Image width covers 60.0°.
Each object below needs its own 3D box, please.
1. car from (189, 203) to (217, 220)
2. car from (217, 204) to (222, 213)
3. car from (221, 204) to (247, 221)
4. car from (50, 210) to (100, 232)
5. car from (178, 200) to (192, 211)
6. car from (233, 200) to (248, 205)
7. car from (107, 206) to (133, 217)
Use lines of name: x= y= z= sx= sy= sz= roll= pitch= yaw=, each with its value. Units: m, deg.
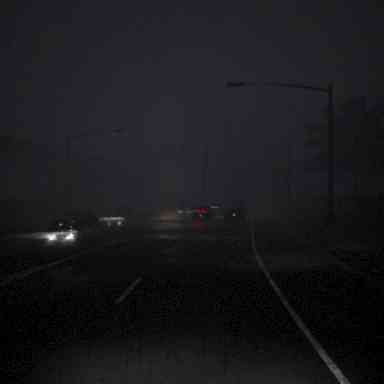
car: x=1.297 y=2.223 z=36.661 sx=1.837 sy=1.490 sz=4.892 roll=0 pitch=-2 yaw=10
car: x=3.849 y=2.529 z=51.356 sx=2.128 sy=1.511 sz=4.902 roll=0 pitch=-1 yaw=10
car: x=4.459 y=2.237 z=34.409 sx=1.994 sy=1.385 sz=4.181 roll=0 pitch=-1 yaw=10
car: x=-8.254 y=1.994 z=23.713 sx=1.994 sy=1.385 sz=4.181 roll=0 pitch=-1 yaw=10
car: x=-1.148 y=2.600 z=64.159 sx=2.150 sy=2.045 sz=5.566 roll=0 pitch=-1 yaw=10
car: x=7.677 y=2.295 z=52.938 sx=2.150 sy=2.045 sz=5.566 roll=0 pitch=-2 yaw=10
car: x=-8.820 y=2.364 z=40.886 sx=1.994 sy=1.385 sz=4.181 roll=0 pitch=-1 yaw=10
